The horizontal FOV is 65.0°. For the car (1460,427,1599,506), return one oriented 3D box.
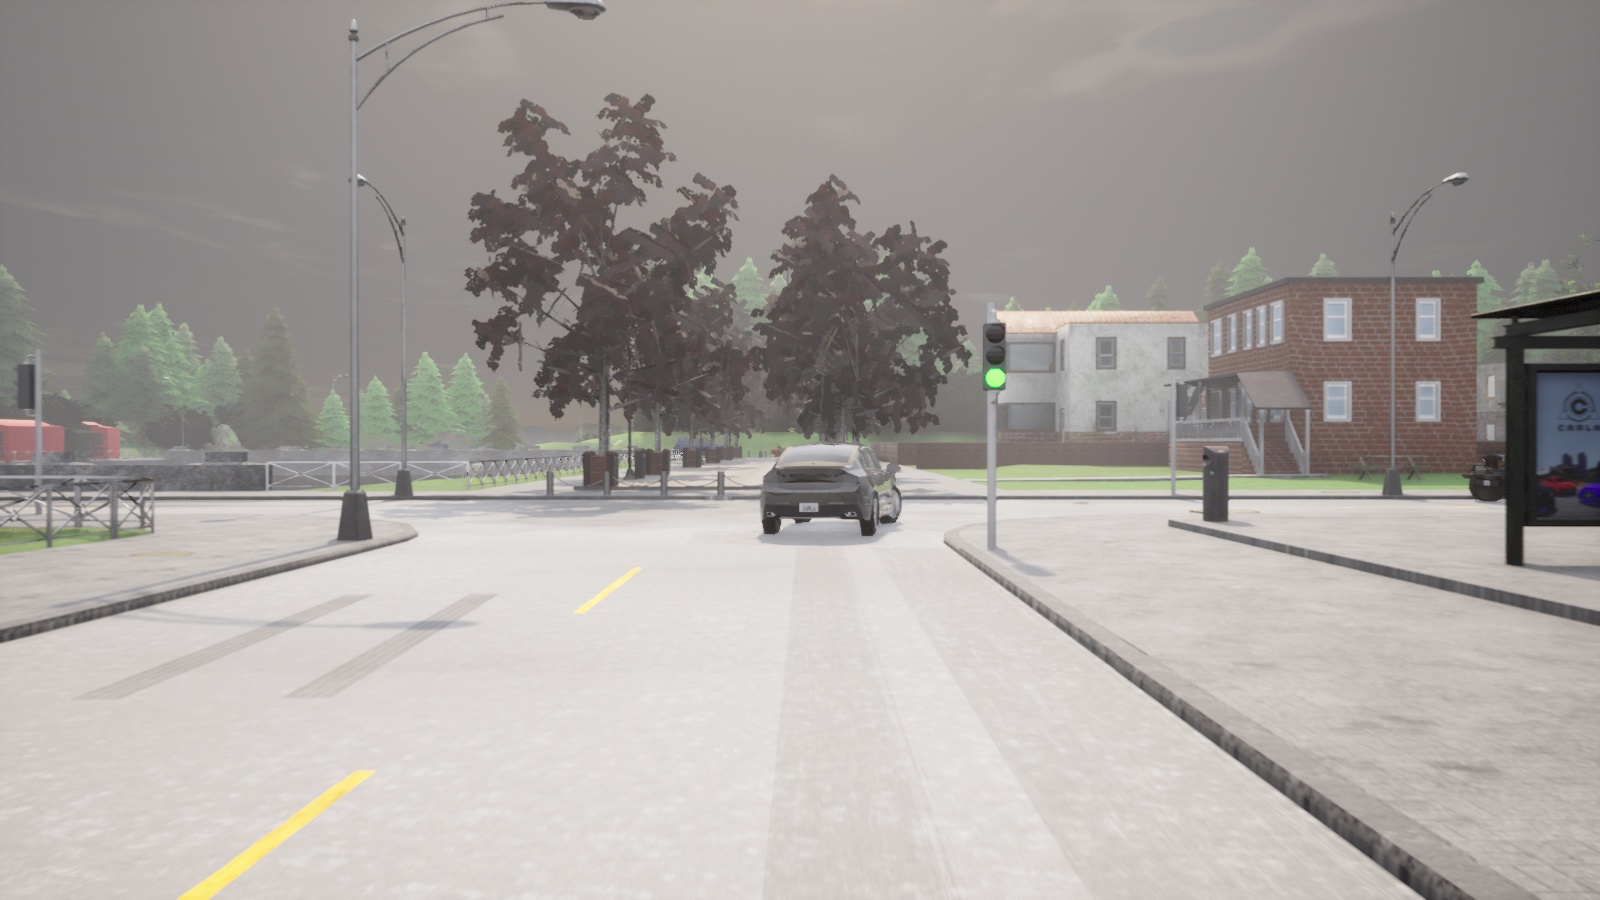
[{"bbox_3d":[18.500,0.385,30.571,3.866,1.878,1.905,0,0,1],"label":"car"}]

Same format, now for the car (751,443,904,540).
[{"bbox_3d":[0.608,0.629,21.806,1.837,1.490,4.892,-1,0,11],"label":"car"}]
